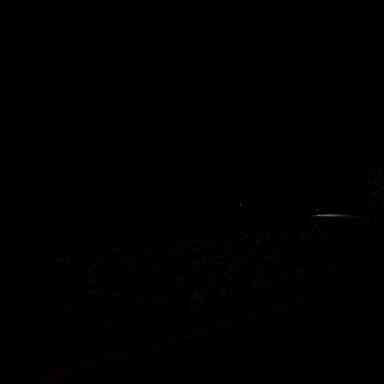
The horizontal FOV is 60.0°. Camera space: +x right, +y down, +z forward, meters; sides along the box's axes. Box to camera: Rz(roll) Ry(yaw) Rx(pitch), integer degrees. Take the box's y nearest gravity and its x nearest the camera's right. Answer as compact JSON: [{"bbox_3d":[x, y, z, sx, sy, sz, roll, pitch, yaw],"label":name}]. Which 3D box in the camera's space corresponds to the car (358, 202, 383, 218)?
[{"bbox_3d":[17.908,1.710,29.641,1.895,1.301,4.718,1,-1,-37],"label":"car"}]

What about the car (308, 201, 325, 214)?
[{"bbox_3d":[12.050,1.714,37.710,1.837,1.490,4.892,1,-1,-36],"label":"car"}]

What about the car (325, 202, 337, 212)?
[{"bbox_3d":[15.957,1.799,42.462,1.752,1.417,4.829,0,0,-36],"label":"car"}]

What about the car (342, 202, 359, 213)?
[{"bbox_3d":[19.350,1.761,37.765,1.887,1.381,4.507,0,0,-36],"label":"car"}]
